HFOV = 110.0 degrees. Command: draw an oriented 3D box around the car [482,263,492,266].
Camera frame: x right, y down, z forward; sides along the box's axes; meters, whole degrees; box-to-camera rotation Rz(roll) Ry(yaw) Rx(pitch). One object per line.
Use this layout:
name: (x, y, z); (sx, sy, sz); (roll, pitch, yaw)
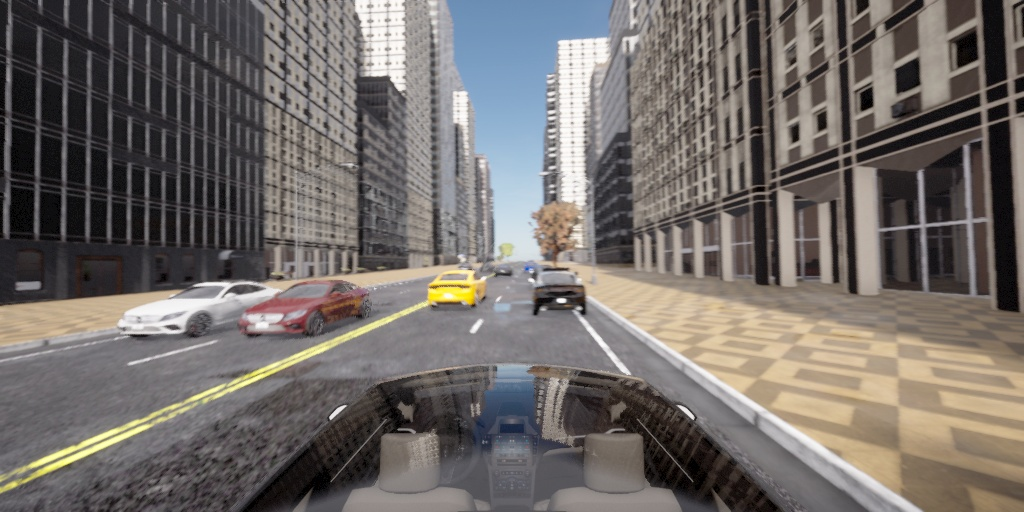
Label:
car: (-3.696, 1.767, 53.664); (1.837, 1.490, 4.892); (-1, 0, 4)

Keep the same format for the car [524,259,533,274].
car: (2.605, 1.581, 48.761); (1.882, 1.535, 5.008); (-1, 0, 3)

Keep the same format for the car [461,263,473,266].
car: (-6.937, 1.817, 53.850); (2.128, 1.511, 4.902); (-1, 0, 4)

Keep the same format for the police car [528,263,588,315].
police car: (1.720, 1.249, 14.132); (1.930, 1.638, 5.238); (-1, 0, 3)

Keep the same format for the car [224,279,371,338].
car: (-6.021, 1.469, 11.136); (1.812, 1.442, 4.674); (-1, 0, 3)

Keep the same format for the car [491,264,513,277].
car: (-0.922, 1.675, 41.922); (1.994, 1.385, 4.181); (-1, 0, 3)

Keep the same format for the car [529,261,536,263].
car: (2.570, 1.421, 30.000); (1.882, 1.535, 5.008); (-1, 0, 3)

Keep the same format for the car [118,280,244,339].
car: (-9.265, 1.531, 11.319); (1.812, 1.442, 4.674); (-1, 0, 3)

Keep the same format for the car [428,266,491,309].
car: (-2.300, 1.394, 16.173); (1.882, 1.535, 5.008); (-1, 0, 3)

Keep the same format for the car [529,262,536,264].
car: (2.249, 1.376, 24.009); (1.882, 1.535, 5.008); (-1, 0, 3)
